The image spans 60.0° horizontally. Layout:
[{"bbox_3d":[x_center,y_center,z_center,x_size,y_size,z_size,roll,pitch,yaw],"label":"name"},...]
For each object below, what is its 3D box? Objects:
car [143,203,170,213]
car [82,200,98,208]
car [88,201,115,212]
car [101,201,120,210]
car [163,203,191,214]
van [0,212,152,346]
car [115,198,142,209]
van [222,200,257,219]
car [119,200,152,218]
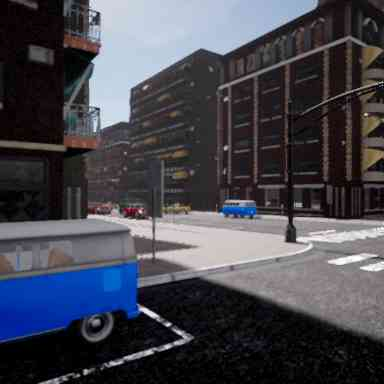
[{"bbox_3d":[-5.209,2.258,47.813,1.947,1.339,4.313,-1,0,-36],"label":"car"},{"bbox_3d":[-21.700,2.600,70.703,1.967,1.590,4.097,-1,0,-36],"label":"car"},{"bbox_3d":[-11.958,2.097,42.954,1.967,1.590,4.097,-1,0,-36],"label":"car"},{"bbox_3d":[-15.203,2.501,61.685,1.752,1.417,4.829,-1,0,-36],"label":"car"},{"bbox_3d":[-2.011,2.127,43.373,1.752,1.417,4.829,-1,0,-36],"label":"car"},{"bbox_3d":[-2.735,1.341,4.744,3.998,1.788,1.690,0,0,-35],"label":"van"},{"bbox_3d":[-6.953,1.807,40.420,2.150,2.045,5.566,0,-1,-36],"label":"car"},{"bbox_3d":[4.818,1.755,34.180,1.690,1.788,3.998,-1,0,-36],"label":"van"},{"bbox_3d":[-5.362,1.911,33.798,1.967,1.590,4.097,-1,0,-36],"label":"car"}]
